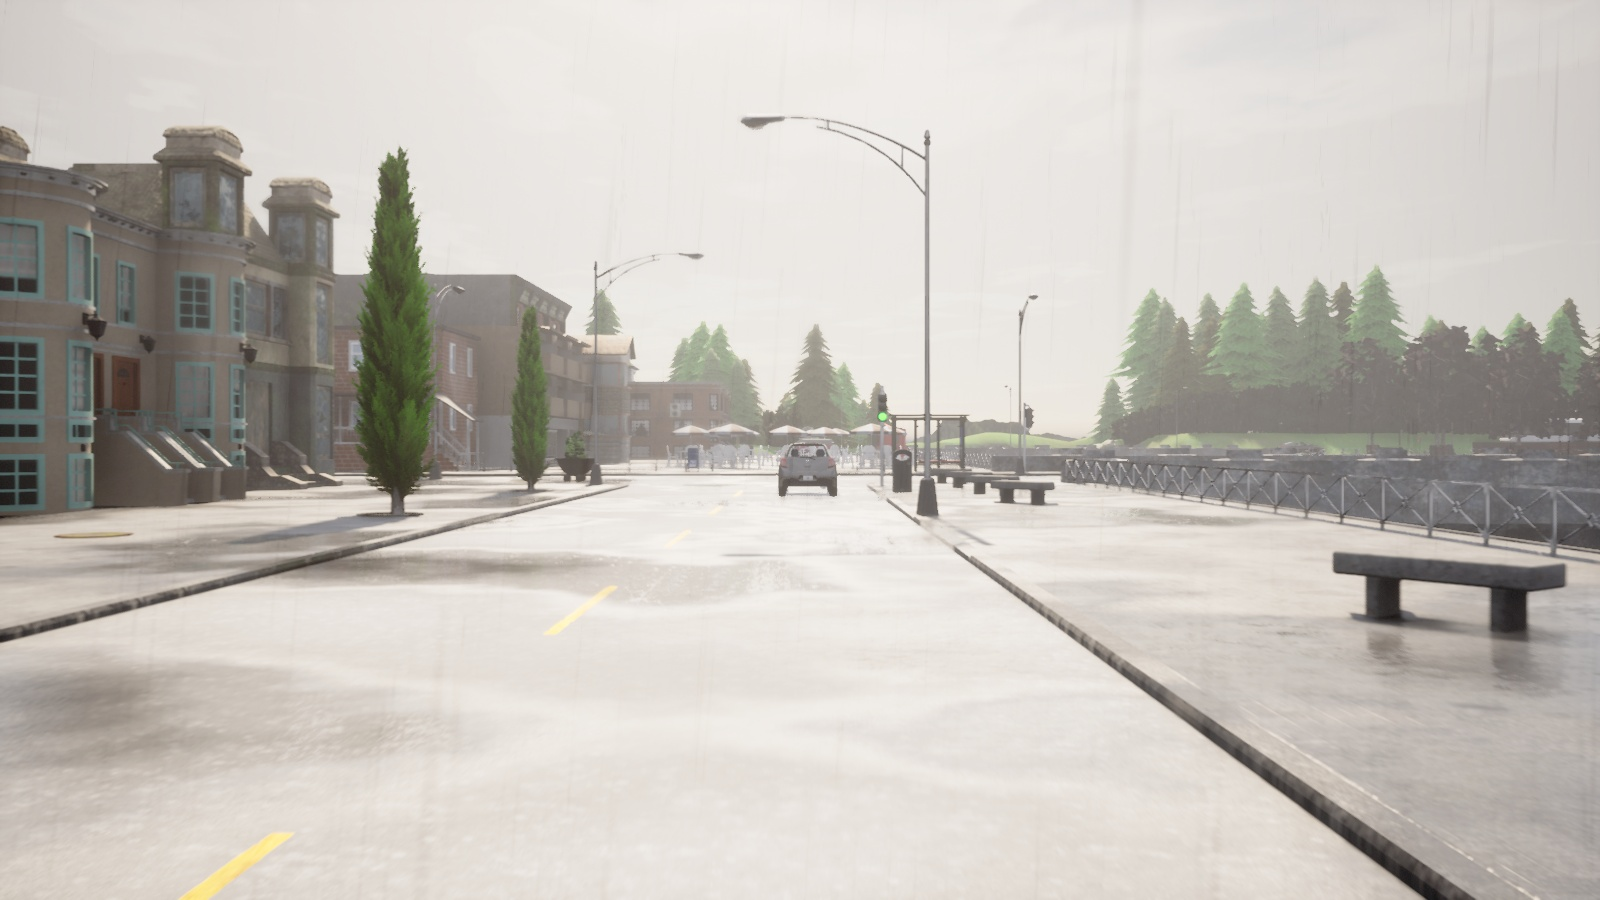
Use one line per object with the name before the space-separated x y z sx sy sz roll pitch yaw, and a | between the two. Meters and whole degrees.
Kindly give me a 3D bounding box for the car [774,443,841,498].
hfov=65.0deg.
car | 0.217 0.557 36.256 1.845 1.501 3.633 0 0 0
